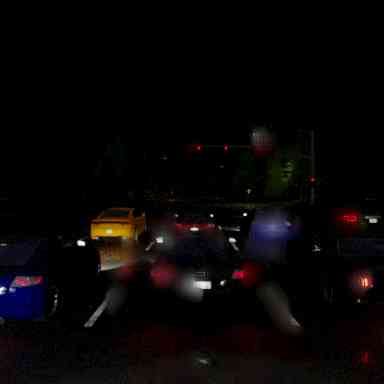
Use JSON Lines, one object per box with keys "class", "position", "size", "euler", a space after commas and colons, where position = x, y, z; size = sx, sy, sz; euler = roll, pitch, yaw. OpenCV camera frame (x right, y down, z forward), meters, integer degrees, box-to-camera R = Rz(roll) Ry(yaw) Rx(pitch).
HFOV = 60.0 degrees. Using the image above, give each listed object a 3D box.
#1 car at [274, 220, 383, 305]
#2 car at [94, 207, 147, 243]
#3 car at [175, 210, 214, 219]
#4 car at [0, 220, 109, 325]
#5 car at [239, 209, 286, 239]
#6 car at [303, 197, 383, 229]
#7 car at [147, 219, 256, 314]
{"class": "car", "position": [3.603, 1.599, 8.044], "size": [1.895, 1.301, 4.718], "euler": [0, 0, 0]}
{"class": "car", "position": [-3.395, 1.474, 16.163], "size": [1.882, 1.535, 5.008], "euler": [0, 0, 0]}
{"class": "car", "position": [0.106, 1.561, 16.096], "size": [1.994, 1.385, 4.181], "euler": [0, 0, 0]}
{"class": "car", "position": [-3.396, 1.562, 7.232], "size": [1.994, 1.385, 4.181], "euler": [0, 0, 0]}
{"class": "car", "position": [3.606, 1.560, 16.801], "size": [1.994, 1.385, 4.181], "euler": [0, 0, 0]}
{"class": "car", "position": [7.106, 1.219, 15.725], "size": [2.150, 2.045, 5.566], "euler": [0, 0, 0]}
{"class": "car", "position": [0.117, 1.562, 7.693], "size": [1.994, 1.385, 4.181], "euler": [0, 0, -1]}
